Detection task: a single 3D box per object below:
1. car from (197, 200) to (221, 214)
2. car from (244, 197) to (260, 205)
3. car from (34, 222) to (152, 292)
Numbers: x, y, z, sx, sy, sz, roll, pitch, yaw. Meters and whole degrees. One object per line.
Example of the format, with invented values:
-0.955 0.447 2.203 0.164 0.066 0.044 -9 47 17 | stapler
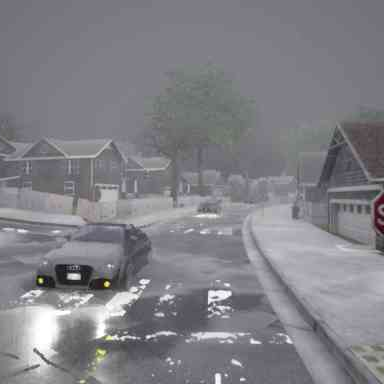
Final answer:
1.831 1.529 34.408 1.994 1.385 4.181 0 0 14 | car
10.811 1.557 59.557 2.033 1.411 5.357 0 -1 25 | car
-2.318 1.527 8.870 1.994 1.385 4.181 2 1 4 | car
